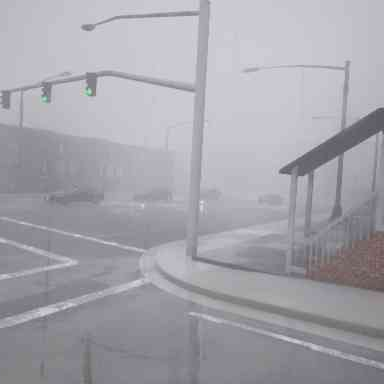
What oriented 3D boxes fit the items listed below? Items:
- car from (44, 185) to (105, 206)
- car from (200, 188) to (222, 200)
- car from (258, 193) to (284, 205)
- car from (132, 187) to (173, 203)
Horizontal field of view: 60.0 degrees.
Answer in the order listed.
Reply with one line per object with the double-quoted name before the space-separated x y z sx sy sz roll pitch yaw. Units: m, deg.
"car" -9.293 0.225 26.675 2.128 1.511 4.902 5 3 36
"car" 1.988 0.244 42.303 1.837 1.490 4.892 5 3 36
"car" 9.683 0.785 40.742 1.994 1.385 4.181 5 3 36
"car" -3.950 0.241 34.089 1.837 1.490 4.892 5 3 36
